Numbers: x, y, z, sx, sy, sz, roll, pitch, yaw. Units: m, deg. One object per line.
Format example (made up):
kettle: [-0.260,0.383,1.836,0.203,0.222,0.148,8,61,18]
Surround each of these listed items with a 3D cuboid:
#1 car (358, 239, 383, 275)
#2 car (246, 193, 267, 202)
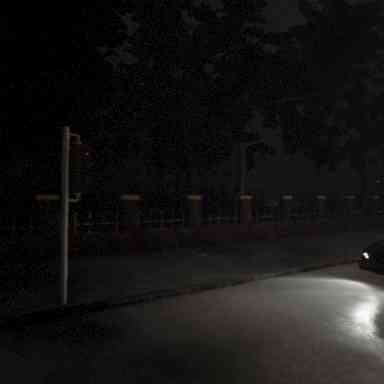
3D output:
car: [6.855,1.528,9.132,5.357,1.411,2.033,1,1,-33]
car: [9.596,0.877,52.509,1.895,1.301,4.718,1,1,-33]
